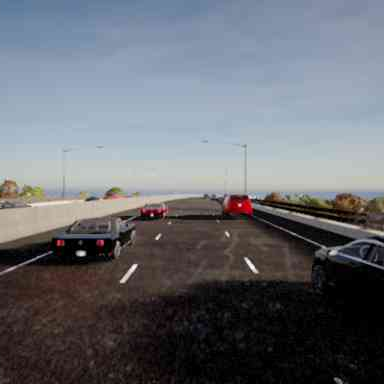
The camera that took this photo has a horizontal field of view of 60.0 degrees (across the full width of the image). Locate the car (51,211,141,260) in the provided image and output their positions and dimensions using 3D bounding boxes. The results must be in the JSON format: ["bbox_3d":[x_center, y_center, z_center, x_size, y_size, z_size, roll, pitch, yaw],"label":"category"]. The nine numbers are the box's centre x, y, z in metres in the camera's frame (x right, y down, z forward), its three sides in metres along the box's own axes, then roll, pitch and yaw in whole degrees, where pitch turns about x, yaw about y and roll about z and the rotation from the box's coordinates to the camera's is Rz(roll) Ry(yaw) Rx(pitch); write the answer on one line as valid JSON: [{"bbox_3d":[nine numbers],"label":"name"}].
[{"bbox_3d":[-3.339,1.570,12.305,1.895,1.301,4.718,0,0,0],"label":"car"}]

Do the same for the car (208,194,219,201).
[{"bbox_3d":[5.484,1.549,81.098,1.895,1.301,4.718,0,0,3],"label":"car"}]

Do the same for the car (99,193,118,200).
[{"bbox_3d":[-16.171,1.158,66.500,2.150,2.045,5.566,0,0,2],"label":"car"}]

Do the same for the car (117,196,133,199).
[{"bbox_3d":[-12.690,1.478,65.988,2.033,1.411,5.357,0,0,2],"label":"car"}]

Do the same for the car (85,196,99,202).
[{"bbox_3d":[-19.682,1.485,66.254,1.994,1.385,4.181,0,0,2],"label":"car"}]

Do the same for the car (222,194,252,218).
[{"bbox_3d":[3.882,1.155,29.326,2.150,2.045,5.566,0,0,1],"label":"car"}]

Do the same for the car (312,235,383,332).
[{"bbox_3d":[3.623,1.478,5.649,2.128,1.511,4.902,0,0,0],"label":"car"}]

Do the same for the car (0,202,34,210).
[{"bbox_3d":[-13.886,1.485,25.411,2.033,1.411,5.357,0,0,1],"label":"car"}]

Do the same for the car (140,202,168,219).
[{"bbox_3d":[-3.134,1.534,28.547,1.895,1.301,4.718,0,0,1],"label":"car"}]
